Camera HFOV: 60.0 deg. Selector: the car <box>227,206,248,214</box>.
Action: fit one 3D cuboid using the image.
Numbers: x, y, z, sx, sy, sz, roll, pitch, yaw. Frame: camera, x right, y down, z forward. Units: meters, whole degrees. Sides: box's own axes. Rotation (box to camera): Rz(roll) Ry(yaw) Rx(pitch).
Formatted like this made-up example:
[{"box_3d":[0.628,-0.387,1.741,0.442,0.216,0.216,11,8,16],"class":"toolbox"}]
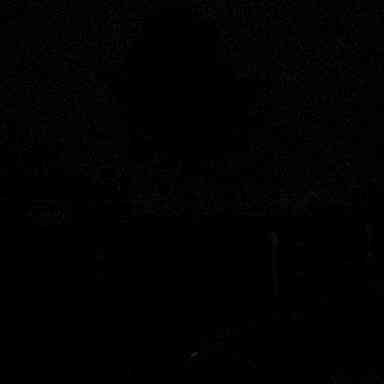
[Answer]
[{"box_3d":[9.255,3.706,68.107,2.128,1.511,4.902,0,-3,-36],"class":"car"}]
